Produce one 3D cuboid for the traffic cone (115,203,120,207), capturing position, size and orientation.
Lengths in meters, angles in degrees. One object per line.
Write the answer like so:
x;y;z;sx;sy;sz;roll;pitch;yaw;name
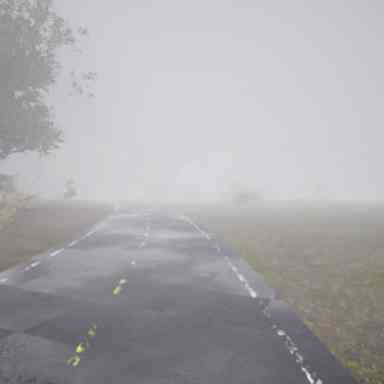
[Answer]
-10.107;1.804;46.007;0.340;0.580;0.340;0;0;-14;traffic cone
